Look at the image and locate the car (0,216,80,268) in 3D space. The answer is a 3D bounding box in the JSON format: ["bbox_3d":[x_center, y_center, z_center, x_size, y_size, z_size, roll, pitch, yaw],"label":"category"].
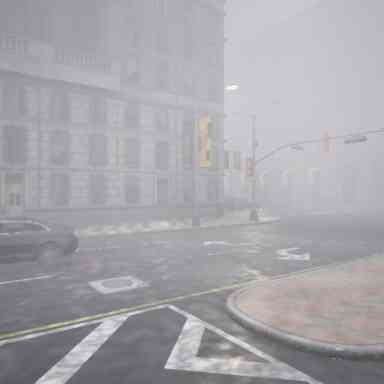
[{"bbox_3d":[-5.821,1.491,9.669,4.902,1.511,2.128,0,0,-35],"label":"car"}]

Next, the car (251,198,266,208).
[{"bbox_3d":[7.266,1.547,46.656,2.033,1.411,5.357,0,0,-36],"label":"car"}]

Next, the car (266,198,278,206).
[{"bbox_3d":[11.403,1.600,53.236,1.895,1.301,4.718,0,0,-35],"label":"car"}]

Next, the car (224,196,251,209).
[{"bbox_3d":[5.012,1.352,43.801,2.097,1.767,4.553,0,0,-36],"label":"car"}]
